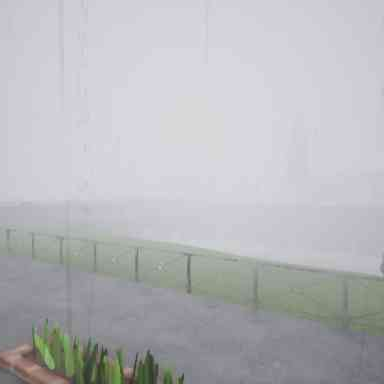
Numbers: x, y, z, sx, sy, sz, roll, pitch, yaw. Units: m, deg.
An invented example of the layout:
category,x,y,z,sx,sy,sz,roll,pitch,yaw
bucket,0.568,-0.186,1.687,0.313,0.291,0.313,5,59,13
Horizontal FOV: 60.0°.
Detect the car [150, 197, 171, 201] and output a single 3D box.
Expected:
category,x,y,z,sx,sy,sz,roll,pitch,yaw
car,-6.227,1.655,65.822,1.895,1.301,4.718,0,0,36
